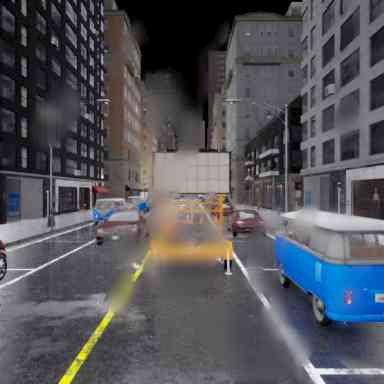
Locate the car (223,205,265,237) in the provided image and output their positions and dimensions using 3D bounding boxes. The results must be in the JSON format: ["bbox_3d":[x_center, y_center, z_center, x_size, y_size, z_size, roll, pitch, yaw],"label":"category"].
[{"bbox_3d":[2.853,1.581,17.797,1.802,1.307,4.206,0,0,0],"label":"car"}]

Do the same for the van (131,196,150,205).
[{"bbox_3d":[-5.676,1.340,34.299,1.690,1.788,3.998,0,0,0],"label":"van"}]

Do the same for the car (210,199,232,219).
[{"bbox_3d":[2.851,1.581,28.799,1.802,1.307,4.206,0,0,0],"label":"car"}]

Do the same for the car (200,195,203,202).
[{"bbox_3d":[2.845,1.556,56.307,2.008,1.369,4.403,0,0,0],"label":"car"}]

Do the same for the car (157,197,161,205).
[{"bbox_3d":[-5.677,1.584,45.302,1.802,1.307,4.206,0,0,0],"label":"car"}]

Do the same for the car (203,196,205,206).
[{"bbox_3d":[2.848,1.442,45.304,1.967,1.590,4.097,0,0,0],"label":"car"}]

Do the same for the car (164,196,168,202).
[{"bbox_3d":[-5.680,1.571,56.305,1.947,1.339,4.313,0,0,0],"label":"car"}]

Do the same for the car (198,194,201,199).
[{"bbox_3d":[2.843,1.576,67.309,1.947,1.339,4.313,0,0,0],"label":"car"}]

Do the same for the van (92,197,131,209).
[{"bbox_3d":[-5.674,1.340,23.298,1.690,1.788,3.998,0,0,0],"label":"van"}]

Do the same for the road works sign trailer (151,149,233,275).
[{"bbox_3d":[-0.001,0.464,10.472,2.380,3.560,2.880,0,0,0],"label":"road works sign trailer"}]

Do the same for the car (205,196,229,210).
[{"bbox_3d":[2.849,1.314,34.301,2.192,1.841,5.009,0,0,0],"label":"car"}]

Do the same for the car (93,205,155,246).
[{"bbox_3d":[-3.002,1.525,15.345,1.812,1.442,4.674,0,0,0],"label":"car"}]

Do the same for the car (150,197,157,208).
[{"bbox_3d":[-5.677,1.566,39.801,1.947,1.339,4.313,0,0,0],"label":"car"}]

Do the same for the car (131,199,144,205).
[{"bbox_3d":[-5.674,1.550,28.798,2.008,1.369,4.403,0,0,0],"label":"car"}]

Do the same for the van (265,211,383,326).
[{"bbox_3d":[2.855,1.340,6.794,1.690,1.788,3.998,0,0,0],"label":"van"}]

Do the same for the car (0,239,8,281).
[{"bbox_3d":[-5.670,1.440,6.793,1.967,1.590,4.097,0,0,0],"label":"car"}]
